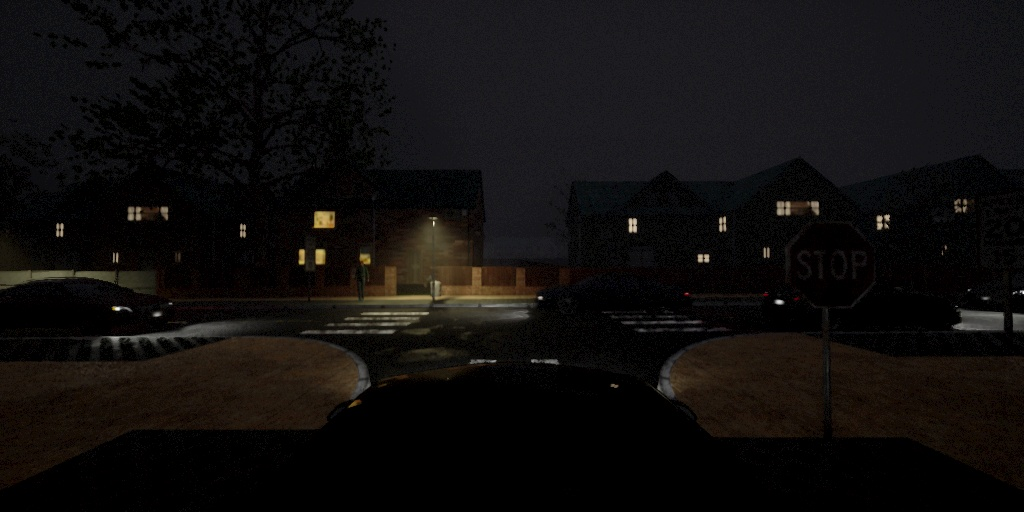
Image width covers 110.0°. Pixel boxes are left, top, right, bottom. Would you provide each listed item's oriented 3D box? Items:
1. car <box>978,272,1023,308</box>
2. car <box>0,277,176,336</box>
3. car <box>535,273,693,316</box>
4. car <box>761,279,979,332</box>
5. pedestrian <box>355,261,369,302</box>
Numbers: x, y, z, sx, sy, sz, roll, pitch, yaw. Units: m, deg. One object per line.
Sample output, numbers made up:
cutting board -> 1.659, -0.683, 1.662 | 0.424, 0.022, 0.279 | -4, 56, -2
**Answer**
car -> 19.112, 1.181, 12.714 | 4.674, 1.442, 1.812 | -1, -1, 0
car -> -12.350, 1.395, 10.157 | 4.674, 1.442, 1.812 | -1, -1, 1
car -> 3.513, 1.335, 12.912 | 5.357, 1.411, 2.033 | -1, -1, 1
car -> 9.379, 1.228, 9.888 | 4.181, 1.385, 1.994 | 0, -1, 1
pedestrian -> -6.723, 1.095, 15.956 | 0.375, 1.860, 0.375 | 0, -1, 1
